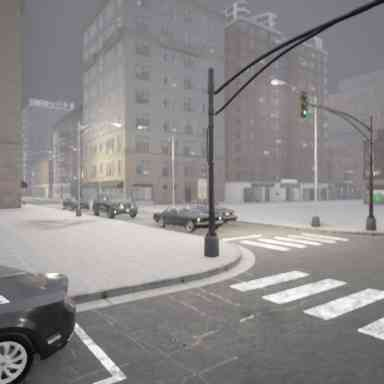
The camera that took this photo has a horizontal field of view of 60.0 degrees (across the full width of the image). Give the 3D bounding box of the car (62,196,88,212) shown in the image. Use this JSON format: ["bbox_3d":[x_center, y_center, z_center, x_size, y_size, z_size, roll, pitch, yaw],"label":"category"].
[{"bbox_3d":[-12.776,1.267,36.557,1.882,1.535,5.008,0,0,-36],"label":"car"}]

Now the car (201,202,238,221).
[{"bbox_3d":[0.742,1.416,22.706,2.033,1.411,5.357,0,0,-36],"label":"car"}]

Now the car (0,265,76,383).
[{"bbox_3d":[-3.584,1.554,3.631,4.403,1.369,2.008,0,0,-36],"label":"car"}]

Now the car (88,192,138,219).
[{"bbox_3d":[-6.535,1.060,27.808,2.150,2.045,5.566,0,0,-35],"label":"car"}]

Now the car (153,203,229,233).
[{"bbox_3d":[-0.317,1.490,19.126,1.895,1.301,4.718,0,0,-36],"label":"car"}]
